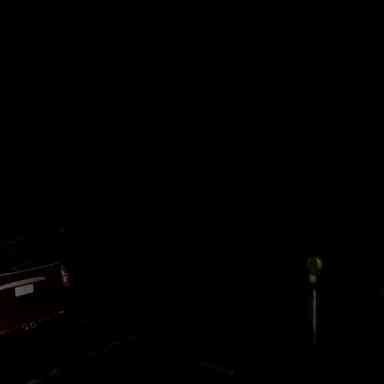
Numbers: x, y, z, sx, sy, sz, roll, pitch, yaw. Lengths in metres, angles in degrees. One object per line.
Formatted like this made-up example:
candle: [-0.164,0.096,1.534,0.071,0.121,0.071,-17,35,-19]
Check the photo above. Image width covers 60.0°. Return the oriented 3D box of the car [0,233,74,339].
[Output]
car: [-3.995,1.440,5.928,4.097,1.590,1.967,0,0,36]
